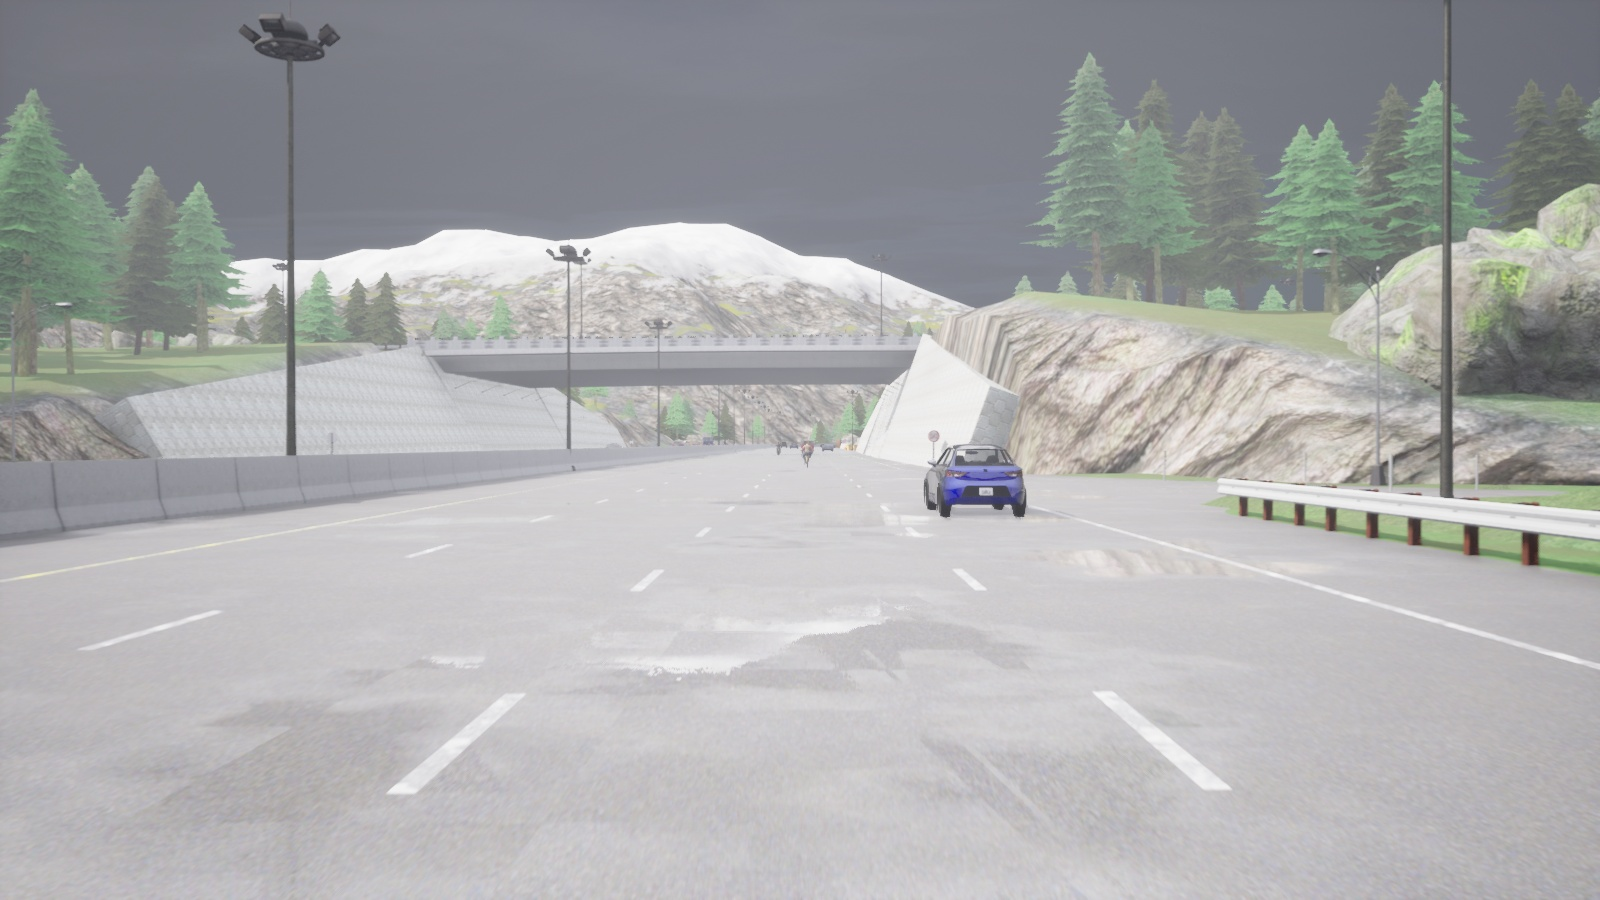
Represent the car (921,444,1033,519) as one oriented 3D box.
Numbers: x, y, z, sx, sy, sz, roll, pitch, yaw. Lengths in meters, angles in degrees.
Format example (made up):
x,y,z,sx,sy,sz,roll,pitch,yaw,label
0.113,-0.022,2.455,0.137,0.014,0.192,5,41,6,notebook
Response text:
x,y,z,sx,sy,sz,roll,pitch,yaw,label
3.667,0.612,26.731,1.816,1.474,4.193,0,0,0,car
